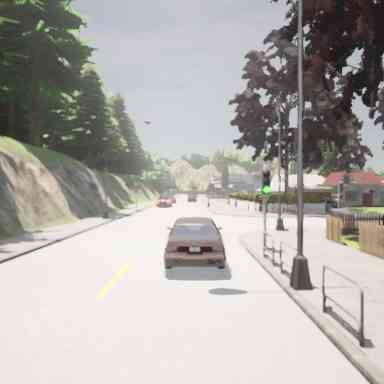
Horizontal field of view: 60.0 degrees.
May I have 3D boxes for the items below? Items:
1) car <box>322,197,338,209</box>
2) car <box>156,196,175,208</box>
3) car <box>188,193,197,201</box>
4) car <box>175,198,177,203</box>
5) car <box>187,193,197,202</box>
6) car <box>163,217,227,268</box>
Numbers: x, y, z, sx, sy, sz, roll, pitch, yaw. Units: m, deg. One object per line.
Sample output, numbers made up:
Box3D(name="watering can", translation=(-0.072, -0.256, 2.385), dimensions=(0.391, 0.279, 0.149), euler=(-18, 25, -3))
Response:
Box3D(name="car", translation=(15.792, 1.285, 39.962), dimensions=(1.994, 1.381, 4.181), euler=(0, 0, 0))
Box3D(name="car", translation=(-4.072, 1.335, 48.777), dimensions=(2.097, 1.767, 4.553), euler=(0, 0, 0))
Box3D(name="car", translation=(0.011, 1.185, 81.723), dimensions=(2.150, 2.045, 5.566), euler=(0, 0, 0))
Box3D(name="car", translation=(-4.013, 1.502, 64.213), dimensions=(1.812, 1.442, 4.674), euler=(0, 0, 0))
Box3D(name="car", translation=(0.010, 1.516, 71.819), dimensions=(1.994, 1.385, 4.181), euler=(0, 0, 0))
Box3D(name="car", translation=(0.085, 1.543, 11.167), dimensions=(2.033, 1.411, 5.357), euler=(0, 0, 0))
